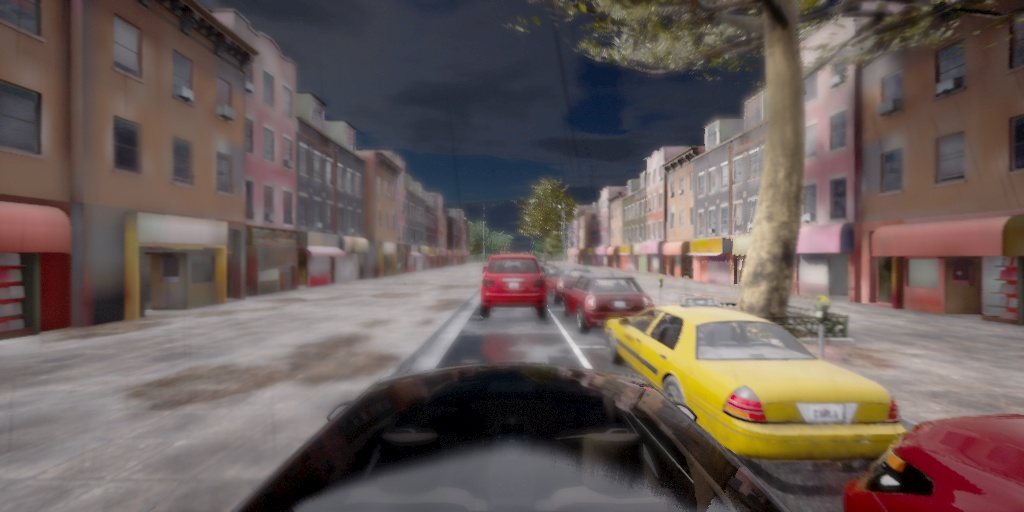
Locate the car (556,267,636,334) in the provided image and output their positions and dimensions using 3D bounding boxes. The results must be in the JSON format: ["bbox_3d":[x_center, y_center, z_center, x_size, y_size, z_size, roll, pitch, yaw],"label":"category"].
[{"bbox_3d":[2.637,1.201,10.686,1.967,1.591,4.097,0,0,0],"label":"car"}]

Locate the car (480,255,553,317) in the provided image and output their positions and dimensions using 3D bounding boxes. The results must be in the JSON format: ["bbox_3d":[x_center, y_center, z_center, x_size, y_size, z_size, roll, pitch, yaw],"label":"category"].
[{"bbox_3d":[0.063,0.985,13.439,2.150,2.045,5.566,0,0,0],"label":"car"}]

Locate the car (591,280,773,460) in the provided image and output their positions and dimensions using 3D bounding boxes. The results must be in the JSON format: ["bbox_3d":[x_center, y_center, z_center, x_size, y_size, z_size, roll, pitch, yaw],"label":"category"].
[{"bbox_3d":[2.638,1.280,5.310,1.751,1.417,4.829,0,0,0],"label":"car"}]

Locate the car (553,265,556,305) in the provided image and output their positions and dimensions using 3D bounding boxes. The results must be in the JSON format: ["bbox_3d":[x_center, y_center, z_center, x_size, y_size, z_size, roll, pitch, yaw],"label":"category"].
[{"bbox_3d":[2.637,1.205,16.234,1.967,1.591,4.097,0,0,0],"label":"car"}]
